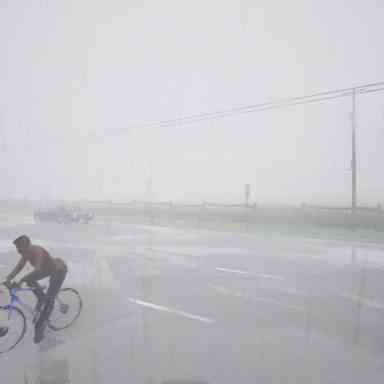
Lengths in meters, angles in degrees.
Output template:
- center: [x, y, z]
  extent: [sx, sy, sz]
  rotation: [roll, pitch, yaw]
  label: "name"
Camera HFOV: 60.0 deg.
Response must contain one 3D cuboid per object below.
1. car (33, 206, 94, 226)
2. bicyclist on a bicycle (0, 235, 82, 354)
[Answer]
- center: [-9.091, 1.600, 23.335]
  extent: [4.718, 1.301, 1.895]
  rotation: [0, 0, 35]
  label: "car"
- center: [-2.374, 1.455, 5.017]
  extent: [0.582, 1.620, 1.656]
  rotation: [0, 2, 35]
  label: "bicyclist on a bicycle"
